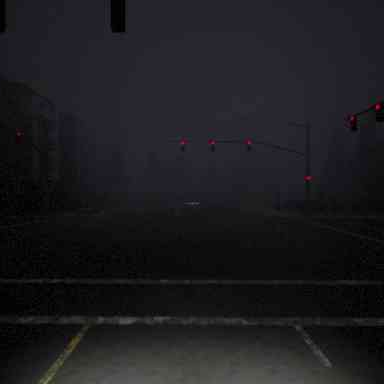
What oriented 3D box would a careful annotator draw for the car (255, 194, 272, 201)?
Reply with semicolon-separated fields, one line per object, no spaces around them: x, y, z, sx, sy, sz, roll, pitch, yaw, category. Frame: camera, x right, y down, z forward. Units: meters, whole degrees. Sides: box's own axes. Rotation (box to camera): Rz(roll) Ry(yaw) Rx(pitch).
17.838;1.345;82.867;4.902;1.511;2.128;0;0;-33;car

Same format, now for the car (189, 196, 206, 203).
1.047;1.454;64.328;1.994;1.385;4.181;0;0;29;car
